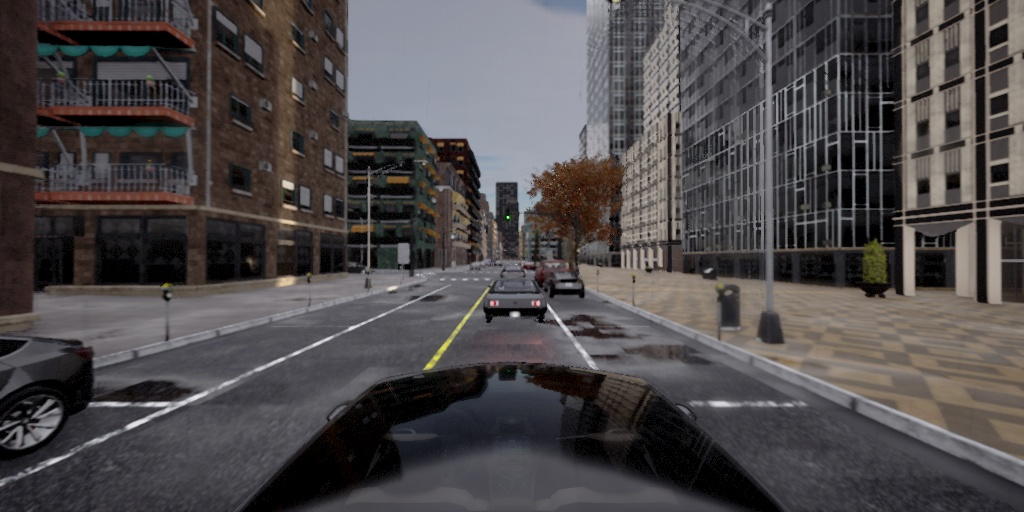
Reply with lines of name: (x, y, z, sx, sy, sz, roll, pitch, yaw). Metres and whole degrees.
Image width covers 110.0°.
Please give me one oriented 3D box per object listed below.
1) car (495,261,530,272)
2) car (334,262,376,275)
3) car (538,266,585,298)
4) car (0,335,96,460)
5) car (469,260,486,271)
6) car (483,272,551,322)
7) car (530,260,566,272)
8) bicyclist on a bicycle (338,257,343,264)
car: (0.071, 1.379, 26.857, 2.128, 1.511, 4.902, 0, 0, 0)
car: (-16.474, 1.286, 37.408, 4.403, 1.370, 2.007, 0, 0, -1)
car: (2.674, 1.409, 18.935, 1.948, 1.339, 4.313, 0, 0, 0)
car: (-5.688, 1.319, 2.357, 1.948, 1.339, 4.313, 0, 0, 0)
car: (-5.751, 1.615, 56.835, 2.007, 1.370, 4.403, 0, 0, 0)
car: (0.090, 1.409, 12.566, 1.895, 1.301, 4.718, 0, 0, 0)
car: (2.667, 1.188, 24.458, 2.192, 1.841, 5.009, 0, 0, 0)
bicyclist on a bicycle: (-23.221, 1.018, 48.666, 0.582, 1.620, 1.656, 1, 0, -1)
